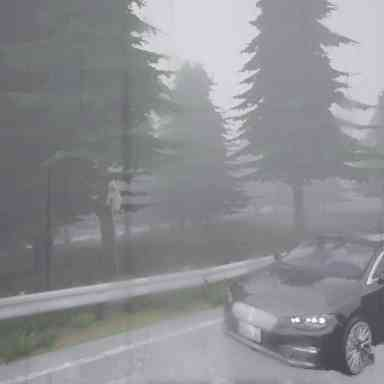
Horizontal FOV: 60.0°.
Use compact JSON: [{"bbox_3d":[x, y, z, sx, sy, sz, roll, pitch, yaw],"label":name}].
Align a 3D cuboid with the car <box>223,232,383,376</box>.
[{"bbox_3d":[2.688,1.489,5.657,4.902,1.511,2.128,0,0,-37],"label":"car"}]
